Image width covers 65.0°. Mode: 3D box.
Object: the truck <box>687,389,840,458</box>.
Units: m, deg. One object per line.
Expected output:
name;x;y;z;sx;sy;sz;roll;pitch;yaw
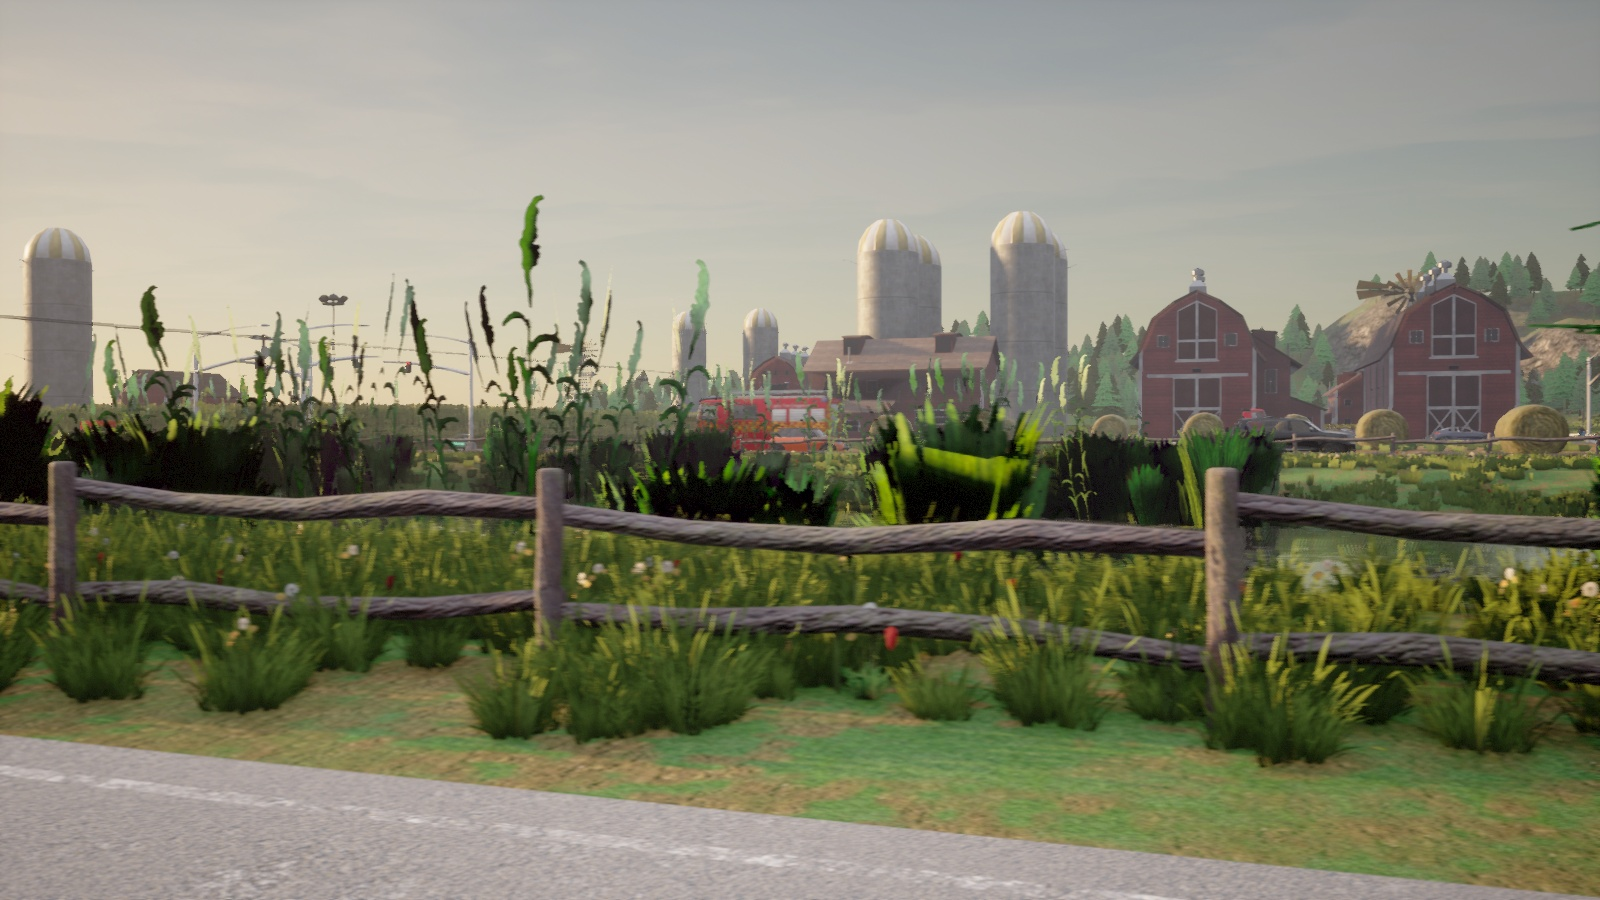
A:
truck;-2.134;-1.544;73.406;8.468;3.827;2.891;1;1;22

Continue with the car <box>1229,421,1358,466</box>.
car;23.319;-0.343;59.485;5.566;2.045;2.150;1;1;22

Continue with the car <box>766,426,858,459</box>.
car;0.664;-0.433;68.535;4.553;1.767;2.097;1;1;22
